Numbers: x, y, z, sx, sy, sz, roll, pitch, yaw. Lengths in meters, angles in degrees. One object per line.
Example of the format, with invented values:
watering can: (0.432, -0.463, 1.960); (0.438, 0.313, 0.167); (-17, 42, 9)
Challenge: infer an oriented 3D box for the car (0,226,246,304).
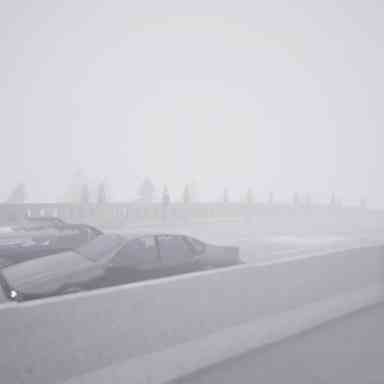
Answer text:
car: (-1.230, 1.570, 7.416); (5.357, 1.411, 2.033); (0, 0, -36)

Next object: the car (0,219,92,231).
car: (-3.972, 1.617, 9.758); (4.718, 1.301, 1.895); (0, 0, -36)

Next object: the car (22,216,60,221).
car: (-6.080, 1.616, 12.553); (4.718, 1.301, 1.895); (1, 0, -36)
